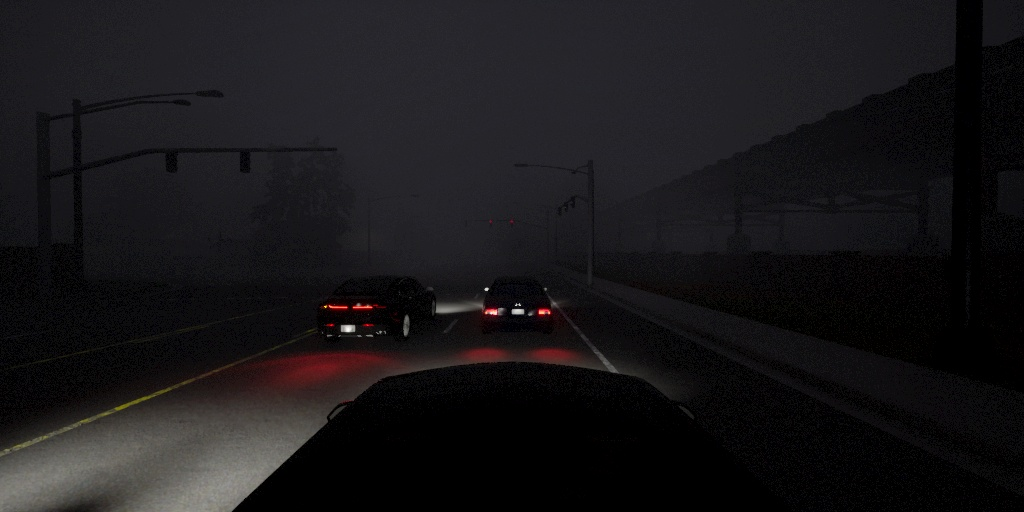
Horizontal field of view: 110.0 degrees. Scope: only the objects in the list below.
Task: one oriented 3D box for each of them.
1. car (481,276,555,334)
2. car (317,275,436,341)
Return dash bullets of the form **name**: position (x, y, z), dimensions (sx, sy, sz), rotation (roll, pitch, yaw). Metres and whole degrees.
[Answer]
- **car**: position (0.124, 1.301, 10.598), dimensions (2.033, 1.411, 5.357), rotation (0, 0, 0)
- **car**: position (-3.382, 1.255, 9.831), dimensions (1.837, 1.490, 4.892), rotation (0, 0, 0)
